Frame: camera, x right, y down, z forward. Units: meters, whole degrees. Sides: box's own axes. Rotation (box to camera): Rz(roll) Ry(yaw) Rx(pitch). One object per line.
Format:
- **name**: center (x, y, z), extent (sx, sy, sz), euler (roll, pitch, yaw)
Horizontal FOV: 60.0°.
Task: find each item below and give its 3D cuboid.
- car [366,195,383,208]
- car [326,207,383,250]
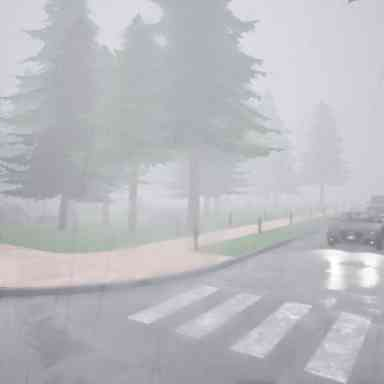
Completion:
- **car**: center (14.760, 1.235, 25.482), extent (2.150, 2.045, 5.566), euler (0, 0, 34)
- **car**: center (7.242, 1.569, 14.455), extent (1.994, 1.385, 4.181), euler (0, 0, 34)
